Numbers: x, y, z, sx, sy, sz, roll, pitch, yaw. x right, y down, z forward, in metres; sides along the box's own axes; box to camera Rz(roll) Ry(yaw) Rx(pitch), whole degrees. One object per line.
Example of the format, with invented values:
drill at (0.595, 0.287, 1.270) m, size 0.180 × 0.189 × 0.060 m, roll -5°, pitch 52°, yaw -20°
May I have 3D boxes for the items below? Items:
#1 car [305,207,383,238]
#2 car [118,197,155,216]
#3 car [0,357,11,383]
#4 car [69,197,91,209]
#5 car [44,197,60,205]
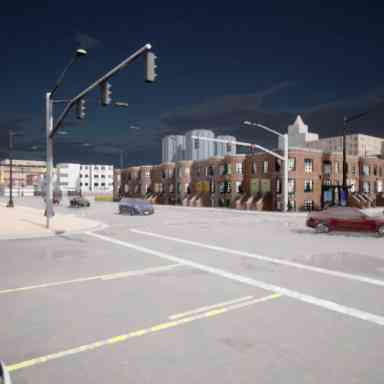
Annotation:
car at (8.403, 1.516, 17.472) m, size 4.674 × 1.442 × 1.812 m, roll 0°, pitch 0°, yaw 30°
car at (-5.460, 1.344, 32.254) m, size 2.097 × 1.767 × 4.553 m, roll 0°, pitch 0°, yaw -36°
car at (-3.740, 1.223, 1.100) m, size 5.566 × 2.045 × 2.150 m, roll 0°, pitch 0°, yaw -35°
car at (-15.667, 1.498, 46.390) m, size 1.837 × 1.490 × 4.892 m, roll 0°, pitch 0°, yaw -36°
car at (-25.125, 1.599, 59.638) m, size 1.895 × 1.301 × 4.718 m, roll 0°, pitch 0°, yaw -36°
